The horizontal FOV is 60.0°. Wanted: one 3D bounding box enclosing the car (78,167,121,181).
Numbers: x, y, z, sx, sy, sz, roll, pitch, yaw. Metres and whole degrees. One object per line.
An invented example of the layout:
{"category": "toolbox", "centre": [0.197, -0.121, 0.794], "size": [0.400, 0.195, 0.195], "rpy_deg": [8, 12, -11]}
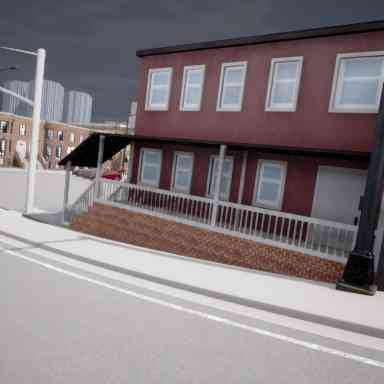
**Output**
{"category": "car", "centre": [-10.894, -2.061, 40.694], "size": [1.882, 1.535, 5.008], "rpy_deg": [10, 6, 35]}

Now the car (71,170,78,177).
{"category": "car", "centre": [-13.049, -2.509, 43.644], "size": [2.033, 1.411, 5.357], "rpy_deg": [10, 6, 35]}
